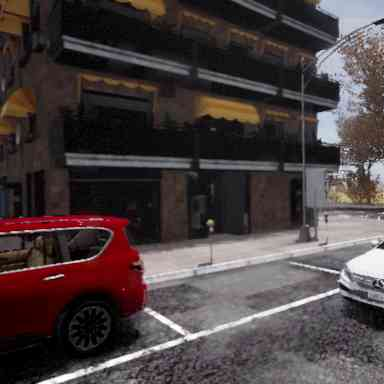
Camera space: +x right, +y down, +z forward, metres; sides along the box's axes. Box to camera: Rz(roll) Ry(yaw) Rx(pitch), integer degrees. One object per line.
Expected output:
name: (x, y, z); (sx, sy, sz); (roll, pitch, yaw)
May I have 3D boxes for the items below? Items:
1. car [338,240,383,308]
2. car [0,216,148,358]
car: (4.994, 1.468, 6.923); (4.674, 1.442, 1.812); (0, 0, -35)
car: (-3.009, 1.315, 4.431); (5.009, 1.841, 2.192); (0, 0, -36)
